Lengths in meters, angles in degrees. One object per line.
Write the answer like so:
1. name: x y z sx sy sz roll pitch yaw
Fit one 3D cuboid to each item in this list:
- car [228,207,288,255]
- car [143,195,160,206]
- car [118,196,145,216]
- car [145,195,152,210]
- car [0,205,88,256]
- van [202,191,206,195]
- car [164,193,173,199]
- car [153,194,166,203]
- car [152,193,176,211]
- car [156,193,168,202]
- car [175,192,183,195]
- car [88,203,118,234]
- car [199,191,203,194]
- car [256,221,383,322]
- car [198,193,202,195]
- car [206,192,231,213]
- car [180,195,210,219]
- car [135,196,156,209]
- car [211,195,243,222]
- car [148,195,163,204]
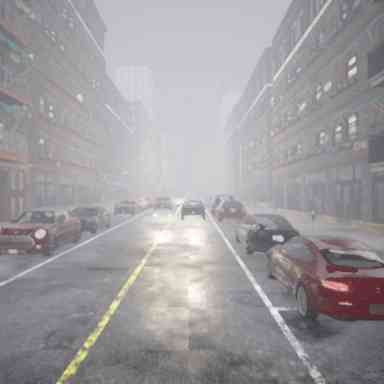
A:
1. car: 2.702 1.463 12.553 1.947 1.339 4.313 1 0 0
2. car: -5.652 1.152 46.427 1.752 1.417 4.829 1 0 0
3. car: -5.649 1.305 29.543 1.887 1.381 4.507 1 0 0
4. car: -5.649 1.242 35.057 1.752 1.417 4.829 1 0 0
5. car: -5.643 1.338 12.489 1.967 1.590 4.097 1 0 0
6. van: 2.698 0.966 46.657 1.690 1.788 3.998 1 0 0
7. car: -5.660 0.945 80.705 1.802 1.307 4.206 1 0 0
8. car: -5.654 1.064 57.795 1.752 1.417 4.829 1 0 0
9. car: -3.096 1.209 36.568 1.837 1.490 4.892 0 0 0
10. car: -5.654 0.934 63.651 1.967 1.590 4.097 1 0 0
11. car: -3.015 0.638 77.253 1.882 1.535 5.008 0 0 0
12. car: -5.647 1.418 18.175 1.947 1.339 4.313 1 0 0
13. car: 2.689 0.593 92.134 2.192 1.841 5.009 1 0 0
14. car: 2.703 1.525 6.868 1.802 1.307 4.206 1 0 0
15. car: 0.091 1.229 46.293 1.895 1.301 4.718 0 0 0
16. car: 2.703 1.075 29.603 2.192 1.841 5.009 1 0 0
17. car: 0.095 1.275 26.690 2.128 1.511 4.902 0 1 0
18. car: -5.650 1.215 40.913 1.887 1.381 4.507 1 0 0
19. car: 2.701 1.246 23.921 1.967 1.590 4.097 1 0 0
20. car: -5.653 1.147 52.282 1.947 1.339 4.313 1 0 0
